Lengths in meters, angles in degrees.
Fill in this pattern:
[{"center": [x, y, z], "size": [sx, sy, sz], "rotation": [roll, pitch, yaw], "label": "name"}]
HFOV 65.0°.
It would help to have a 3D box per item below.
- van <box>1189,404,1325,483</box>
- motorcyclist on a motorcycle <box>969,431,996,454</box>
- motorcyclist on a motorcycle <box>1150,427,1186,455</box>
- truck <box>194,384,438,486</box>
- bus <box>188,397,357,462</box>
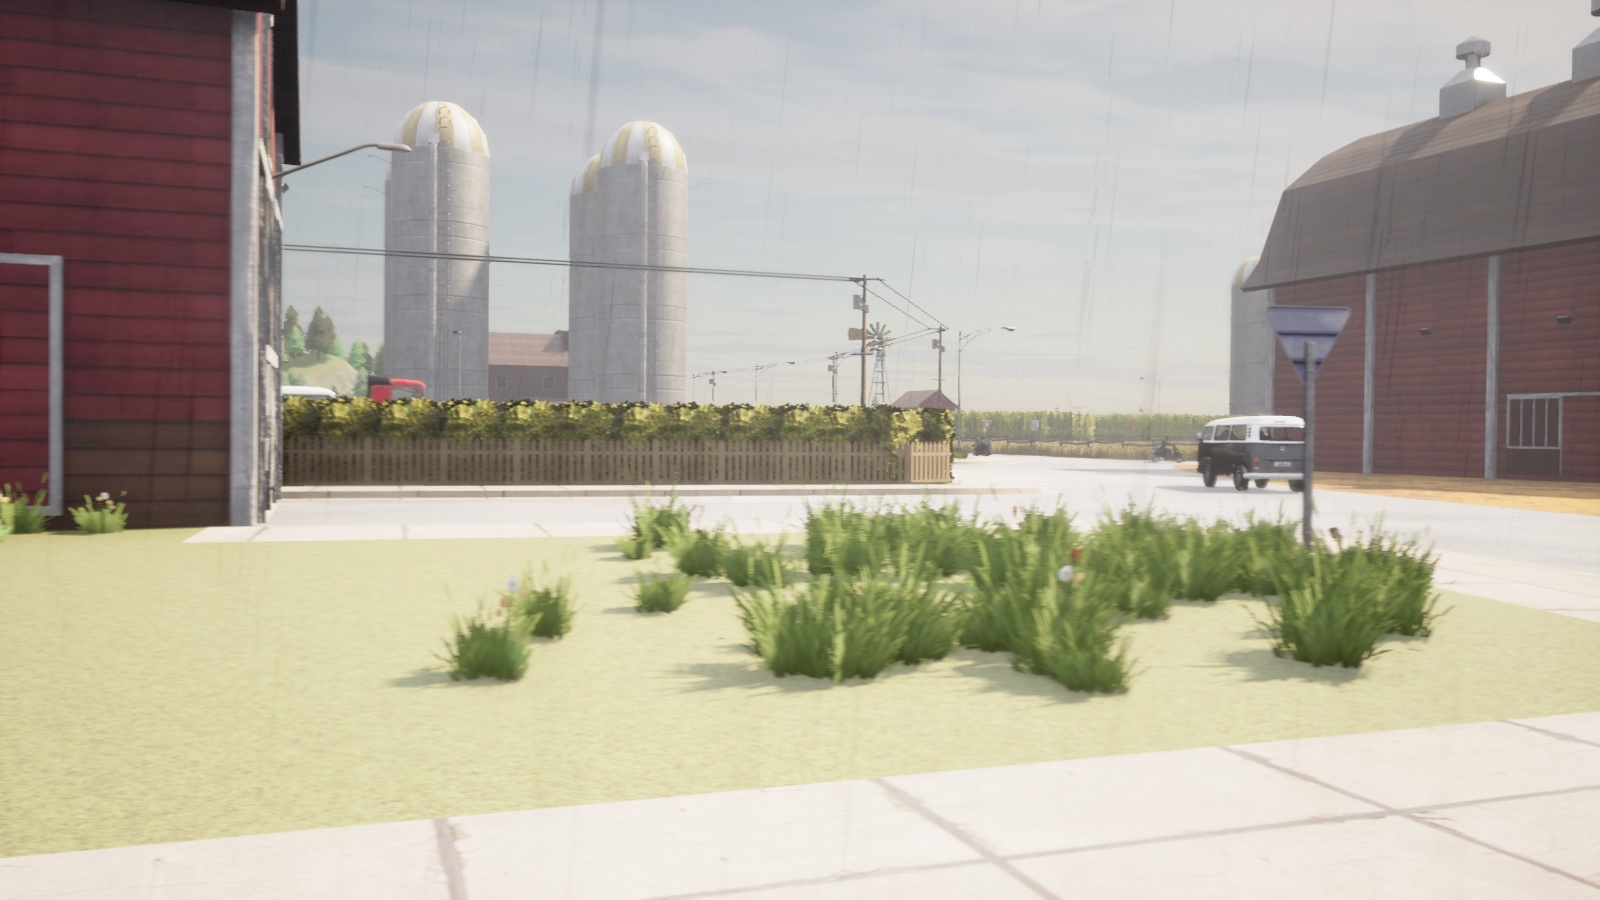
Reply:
[{"center": [12.551, -0.189, 34.844], "size": [2.069, 2.038, 4.480], "rotation": [-1, 1, -1], "label": "van"}, {"center": [12.087, -0.502, 83.278], "size": [0.866, 1.530, 2.191], "rotation": [-1, 1, -20], "label": "motorcyclist on a motorcycle"}, {"center": [20.896, -0.498, 71.310], "size": [1.817, 1.590, 0.866], "rotation": [0, 0, 25], "label": "motorcyclist on a motorcycle"}, {"center": [-17.352, -0.588, 45.429], "size": [7.936, 3.462, 2.891], "rotation": [-1, 1, -20], "label": "truck"}, {"center": [-35.483, -1.423, 84.927], "size": [10.273, 4.253, 3.944], "rotation": [-1, 1, -21], "label": "bus"}]
